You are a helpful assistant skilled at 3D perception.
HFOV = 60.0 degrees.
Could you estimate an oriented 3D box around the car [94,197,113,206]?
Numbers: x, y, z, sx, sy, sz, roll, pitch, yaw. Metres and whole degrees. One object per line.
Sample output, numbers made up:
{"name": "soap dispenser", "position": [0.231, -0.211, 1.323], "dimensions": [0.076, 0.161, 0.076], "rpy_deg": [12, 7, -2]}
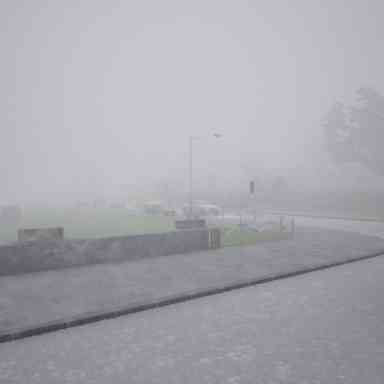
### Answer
{"name": "car", "position": [-14.605, 1.515, 54.738], "dimensions": [2.128, 1.511, 4.902], "rpy_deg": [0, 0, -36]}

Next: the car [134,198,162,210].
{"name": "car", "position": [-5.551, 1.478, 41.909], "dimensions": [1.882, 1.535, 5.008], "rpy_deg": [0, 0, -35]}

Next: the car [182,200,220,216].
{"name": "car", "position": [0.767, 1.526, 33.063], "dimensions": [1.812, 1.442, 4.674], "rpy_deg": [0, 0, -36]}
